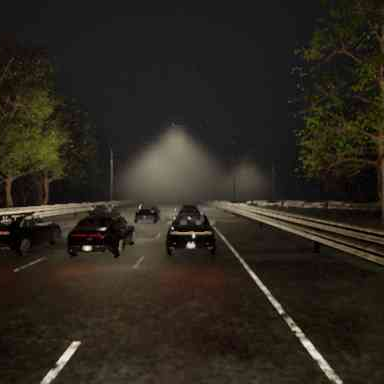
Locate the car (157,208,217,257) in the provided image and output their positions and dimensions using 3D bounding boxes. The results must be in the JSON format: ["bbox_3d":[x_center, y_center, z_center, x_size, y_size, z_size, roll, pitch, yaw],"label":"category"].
[{"bbox_3d":[-0.039,1.635,13.692,2.128,1.511,4.902,0,0,0],"label":"car"}]

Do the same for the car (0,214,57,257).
[{"bbox_3d":[-7.039,1.635,13.640,2.128,1.511,4.902,0,0,0],"label":"car"}]

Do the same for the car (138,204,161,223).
[{"bbox_3d":[-3.748,1.796,28.718,2.128,1.511,4.902,0,0,-1],"label":"car"}]

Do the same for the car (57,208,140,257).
[{"bbox_3d":[-3.538,1.649,13.655,1.837,1.490,4.892,0,0,0],"label":"car"}]

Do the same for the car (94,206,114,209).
[{"bbox_3d":[-7.237,1.840,27.671,2.033,1.411,5.357,0,-1,-1],"label":"car"}]

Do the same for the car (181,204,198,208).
[{"bbox_3d":[-0.249,1.811,28.764,1.837,1.490,4.892,0,0,-1],"label":"car"}]
